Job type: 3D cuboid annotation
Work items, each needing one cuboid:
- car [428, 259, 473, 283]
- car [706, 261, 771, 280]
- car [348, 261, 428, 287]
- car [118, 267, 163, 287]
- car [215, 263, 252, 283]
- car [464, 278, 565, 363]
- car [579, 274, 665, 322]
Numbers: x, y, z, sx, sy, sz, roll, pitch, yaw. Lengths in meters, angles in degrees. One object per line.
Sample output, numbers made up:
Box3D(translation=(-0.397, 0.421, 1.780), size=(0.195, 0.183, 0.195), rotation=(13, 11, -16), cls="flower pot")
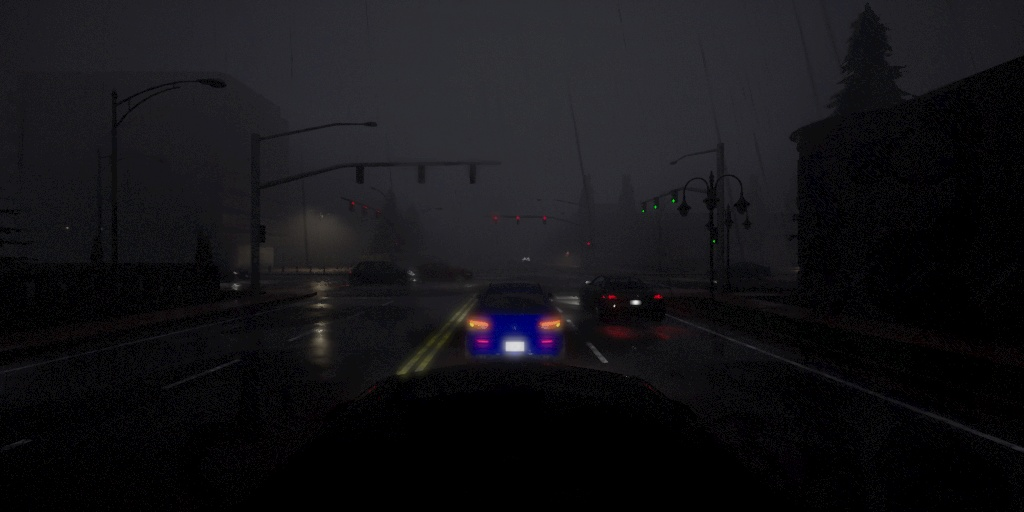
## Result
Box3D(translation=(-5.441, 1.227, 27.219), size=(5.008, 1.535, 1.882), rotation=(0, 0, 2), cls="car")
Box3D(translation=(19.370, 1.228, 30.769), size=(5.008, 1.535, 1.882), rotation=(0, 0, -1), cls="car")
Box3D(translation=(-8.287, 1.101, 23.785), size=(4.553, 1.767, 2.097), rotation=(0, 0, 2), cls="car")
Box3D(translation=(-23.938, 1.276, 23.917), size=(4.674, 1.442, 1.812), rotation=(0, 0, 0), cls="car")
Box3D(translation=(-22.591, 1.276, 27.416), size=(4.674, 1.442, 1.812), rotation=(0, 0, 0), cls="car")
Box3D(translation=(0.063, 1.276, 8.010), size=(1.812, 1.442, 4.674), rotation=(0, 0, 0), cls="car")
Box3D(translation=(3.580, 1.314, 12.362), size=(1.994, 1.385, 4.181), rotation=(0, 0, 0), cls="car")
